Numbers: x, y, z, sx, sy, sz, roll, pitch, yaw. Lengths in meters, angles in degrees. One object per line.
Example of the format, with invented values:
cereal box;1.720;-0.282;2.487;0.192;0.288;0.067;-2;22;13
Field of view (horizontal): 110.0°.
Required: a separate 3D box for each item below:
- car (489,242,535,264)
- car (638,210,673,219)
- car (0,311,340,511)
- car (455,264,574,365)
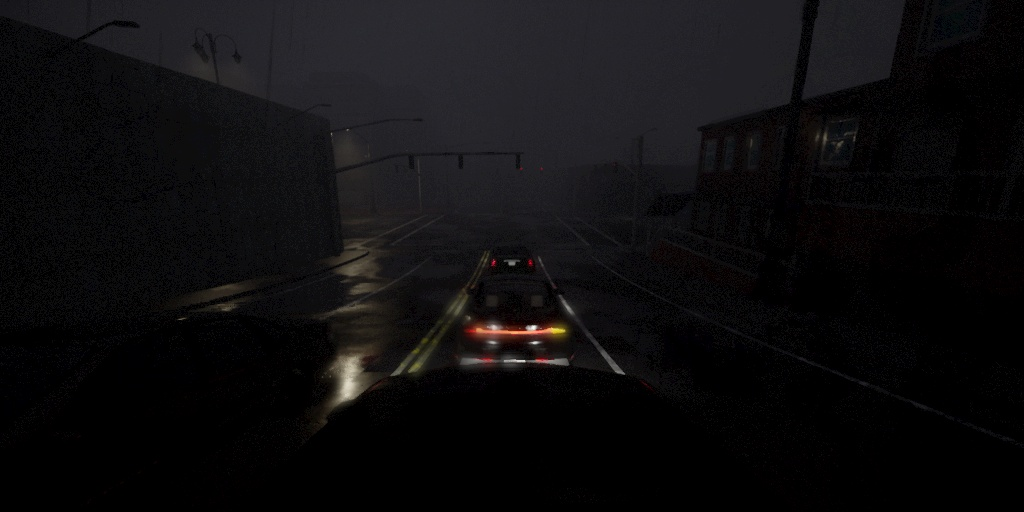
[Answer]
car;0.006;0.081;17.463;2.097;1.767;4.553;0;7;0
car;18.227;-5.513;46.093;4.674;1.442;1.812;0;12;0
car;-3.569;1.284;3.131;2.033;1.411;5.357;0;1;1
car;0.049;1.120;7.213;1.837;1.490;4.892;0;2;0
